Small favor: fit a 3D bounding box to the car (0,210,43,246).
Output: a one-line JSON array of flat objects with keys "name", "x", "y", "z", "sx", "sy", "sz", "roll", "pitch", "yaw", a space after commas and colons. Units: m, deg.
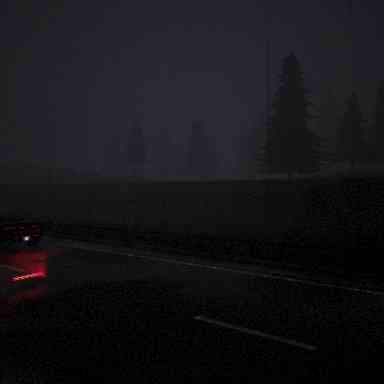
[{"name": "car", "x": -8.269, "y": 1.516, "z": 14.066, "sx": 4.892, "sy": 1.490, "sz": 1.837, "roll": 0, "pitch": 0, "yaw": 36}]
